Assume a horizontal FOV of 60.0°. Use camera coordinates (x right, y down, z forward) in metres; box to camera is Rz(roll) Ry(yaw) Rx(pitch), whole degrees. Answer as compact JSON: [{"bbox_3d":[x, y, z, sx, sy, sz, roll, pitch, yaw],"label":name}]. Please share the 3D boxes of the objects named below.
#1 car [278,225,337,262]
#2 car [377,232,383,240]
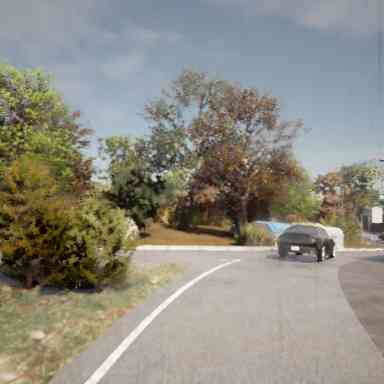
[{"bbox_3d":[5.474,2.350,15.566,1.837,1.490,4.892,-2,-8,32],"label":"car"},{"bbox_3d":[37.976,8.651,65.390,1.837,1.490,4.892,0,-3,14],"label":"car"}]
